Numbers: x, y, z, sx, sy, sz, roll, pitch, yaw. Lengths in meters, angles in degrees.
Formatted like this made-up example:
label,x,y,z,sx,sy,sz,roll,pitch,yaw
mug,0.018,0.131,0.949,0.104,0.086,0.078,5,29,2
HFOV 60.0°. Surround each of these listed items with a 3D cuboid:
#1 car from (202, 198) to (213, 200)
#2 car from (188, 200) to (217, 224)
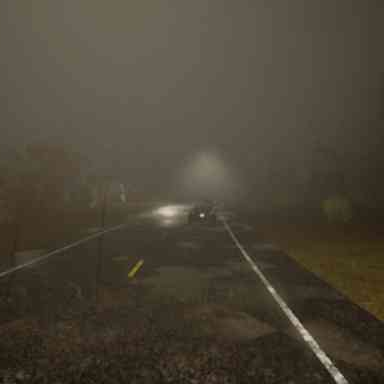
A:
label,x,y,z,sx,sy,sz,roll,pitch,yaw
car,1.947,1.485,41.593,1.812,1.442,4.674,0,0,5
car,0.773,1.543,24.323,1.994,1.385,4.181,0,0,3
